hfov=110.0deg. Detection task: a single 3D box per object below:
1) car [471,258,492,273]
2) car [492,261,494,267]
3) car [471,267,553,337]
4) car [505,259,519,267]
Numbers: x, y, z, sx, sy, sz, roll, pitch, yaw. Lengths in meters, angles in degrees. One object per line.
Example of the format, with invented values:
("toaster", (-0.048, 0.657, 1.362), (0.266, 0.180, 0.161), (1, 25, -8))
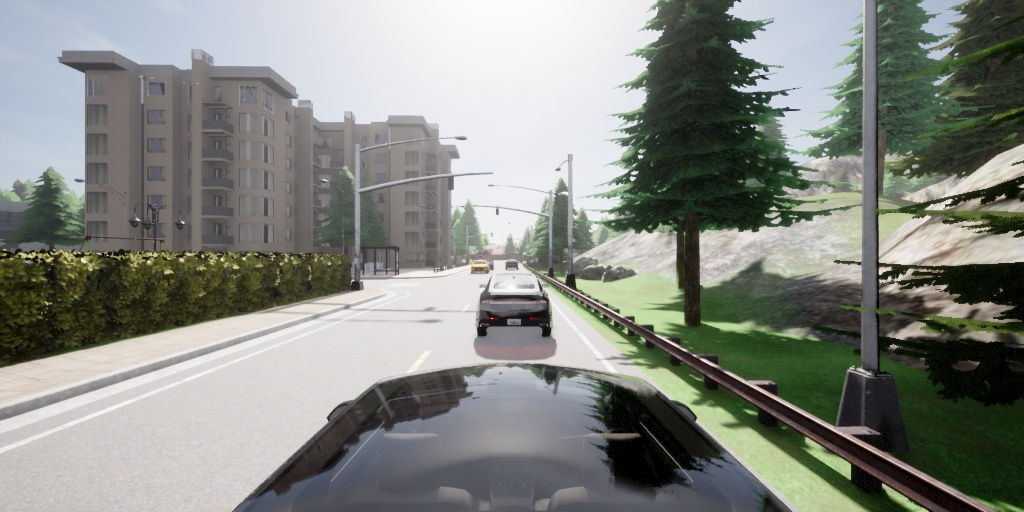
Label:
("car", (-3.698, 1.228, 42.302), (1.882, 1.535, 5.008), (0, 0, 0))
("car", (-3.713, 1.102, 51.913), (2.097, 1.767, 4.553), (0, 0, 0))
("car", (0.057, 1.242, 10.312), (2.128, 1.511, 4.902), (0, 0, 0))
("car", (-0.029, 1.254, 54.286), (1.837, 1.490, 4.892), (0, 0, 0))
